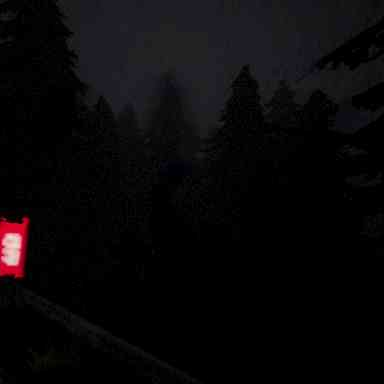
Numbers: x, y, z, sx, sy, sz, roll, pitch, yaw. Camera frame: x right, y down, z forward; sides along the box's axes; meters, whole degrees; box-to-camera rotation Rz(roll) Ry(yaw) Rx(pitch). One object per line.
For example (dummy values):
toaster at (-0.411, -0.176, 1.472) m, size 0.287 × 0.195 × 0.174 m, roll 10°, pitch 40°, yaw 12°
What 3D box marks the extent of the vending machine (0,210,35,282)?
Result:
vending machine at (-5.747, 1.677, 10.530) m, size 1.100 × 2.100 × 0.880 m, roll 6°, pitch -3°, yaw -33°
